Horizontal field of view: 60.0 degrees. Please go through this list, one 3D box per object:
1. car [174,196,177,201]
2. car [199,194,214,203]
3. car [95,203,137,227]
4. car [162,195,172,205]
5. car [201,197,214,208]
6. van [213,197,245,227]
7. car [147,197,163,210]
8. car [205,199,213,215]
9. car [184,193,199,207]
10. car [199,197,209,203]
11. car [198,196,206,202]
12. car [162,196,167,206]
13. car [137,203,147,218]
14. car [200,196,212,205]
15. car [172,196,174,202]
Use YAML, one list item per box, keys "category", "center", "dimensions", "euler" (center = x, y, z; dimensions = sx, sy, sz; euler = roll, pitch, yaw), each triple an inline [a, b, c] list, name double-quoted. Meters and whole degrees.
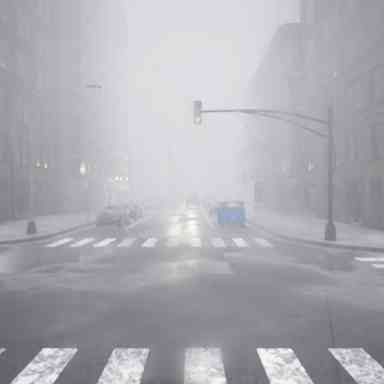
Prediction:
- category: "car"
  center: [-5.404, 1.681, 79.843]
  dimensions: [1.967, 1.590, 4.097]
  euler: [0, 0, 0]
- category: "car"
  center: [2.627, 1.480, 51.442]
  dimensions: [2.192, 1.841, 5.009]
  euler: [0, 0, 0]
- category: "car"
  center: [-5.393, 1.628, 23.025]
  dimensions: [2.008, 1.369, 4.403]
  euler: [0, 0, 0]
- category: "car"
  center: [-5.401, 1.762, 62.797]
  dimensions: [1.947, 1.339, 4.313]
  euler: [0, 0, 0]
- category: "car"
  center: [2.628, 1.732, 45.760]
  dimensions: [1.802, 1.307, 4.206]
  euler: [0, 0, 0]
- category: "van"
  center: [2.632, 1.419, 23.036]
  dimensions: [1.690, 1.788, 3.998]
  euler: [0, 0, 0]
- category: "car"
  center: [-5.397, 1.675, 45.582]
  dimensions: [1.752, 1.417, 4.829]
  euler: [0, 0, 0]
- category: "car"
  center: [2.630, 1.698, 34.397]
  dimensions: [1.802, 1.307, 4.206]
  euler: [0, 0, 0]
- category: "car"
  center: [0.092, 1.400, 56.351]
  dimensions: [2.150, 2.045, 5.566]
  euler: [0, 0, 0]
- category: "car"
  center: [2.622, 1.777, 74.166]
  dimensions: [2.008, 1.369, 4.403]
  euler: [0, 0, 0]
- category: "car"
  center: [2.620, 1.822, 85.529]
  dimensions: [1.947, 1.339, 4.313]
  euler: [0, 0, 0]
- category: "car"
  center: [-5.398, 1.731, 51.434]
  dimensions: [1.947, 1.339, 4.313]
  euler: [0, 0, 0]
- category: "car"
  center: [-5.394, 1.641, 28.706]
  dimensions: [1.887, 1.381, 4.507]
  euler: [0, 0, 0]
- category: "car"
  center: [2.625, 1.636, 62.804]
  dimensions: [1.967, 1.590, 4.097]
  euler: [0, 0, 0]
- category: "car"
  center: [-5.402, 1.526, 68.480]
  dimensions: [2.192, 1.841, 5.009]
  euler: [0, 0, 0]
